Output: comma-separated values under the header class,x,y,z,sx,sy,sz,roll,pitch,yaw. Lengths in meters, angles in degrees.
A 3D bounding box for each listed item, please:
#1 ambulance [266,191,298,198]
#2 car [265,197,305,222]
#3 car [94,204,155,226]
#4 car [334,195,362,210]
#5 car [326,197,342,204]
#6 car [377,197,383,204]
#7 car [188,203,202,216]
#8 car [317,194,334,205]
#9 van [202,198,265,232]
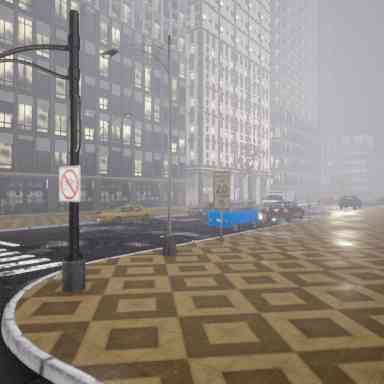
class,x,y,z,sx,sy,sz,roll,pitch,yaw
ambulance,10.242,1.063,38.996,2.351,2.431,6.366,0,0,38
car,7.605,1.472,26.889,1.967,1.590,4.097,0,0,38
car,-4.752,1.540,23.993,1.752,1.417,4.829,0,0,38
car,21.208,1.368,44.502,2.192,1.841,5.009,0,0,38
car,28.576,1.624,66.932,2.008,1.369,4.403,0,0,38
car,38.212,1.658,66.518,1.947,1.339,4.313,0,0,38
car,1.368,1.604,31.706,1.802,1.307,4.206,0,0,38
car,25.175,1.381,62.530,2.192,1.841,5.009,0,0,38
van,2.631,1.368,20.268,1.690,1.788,3.998,0,0,38
